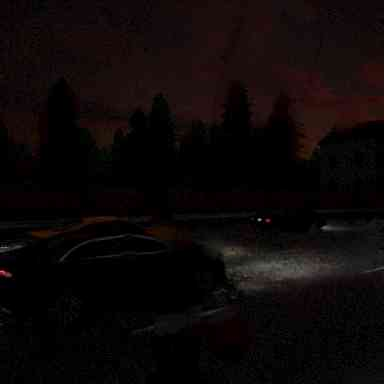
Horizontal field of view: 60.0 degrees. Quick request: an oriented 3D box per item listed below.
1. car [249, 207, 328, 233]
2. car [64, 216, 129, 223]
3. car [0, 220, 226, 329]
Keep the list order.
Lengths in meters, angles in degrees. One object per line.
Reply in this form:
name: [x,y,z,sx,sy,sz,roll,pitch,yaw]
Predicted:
car: [5.988,1.662,20.454,5.357,1.411,2.033,0,0,-33]
car: [-2.557,1.504,10.521,5.008,1.535,1.882,1,0,-36]
car: [-1.462,1.511,7.003,4.902,1.511,2.128,0,0,-36]
